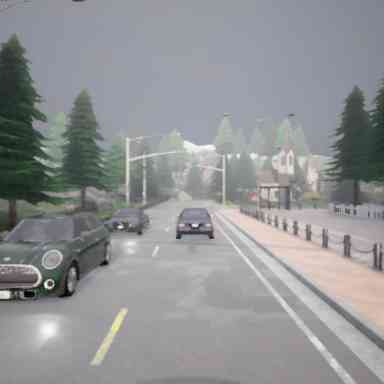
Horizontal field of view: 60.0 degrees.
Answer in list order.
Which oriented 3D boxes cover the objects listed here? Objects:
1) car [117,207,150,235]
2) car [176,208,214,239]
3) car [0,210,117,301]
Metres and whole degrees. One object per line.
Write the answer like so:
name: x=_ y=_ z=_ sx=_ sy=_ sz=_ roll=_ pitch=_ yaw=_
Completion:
car: x=-3.532 y=1.539 z=18.467 sx=1.994 sy=1.385 sz=4.181 roll=0 pitch=0 yaw=0
car: x=0.139 y=1.527 z=17.284 sx=2.033 sy=1.411 sz=5.357 roll=0 pitch=0 yaw=0
car: x=-3.563 y=1.340 z=8.503 sx=2.097 sy=1.767 sz=4.553 roll=0 pitch=0 yaw=0
